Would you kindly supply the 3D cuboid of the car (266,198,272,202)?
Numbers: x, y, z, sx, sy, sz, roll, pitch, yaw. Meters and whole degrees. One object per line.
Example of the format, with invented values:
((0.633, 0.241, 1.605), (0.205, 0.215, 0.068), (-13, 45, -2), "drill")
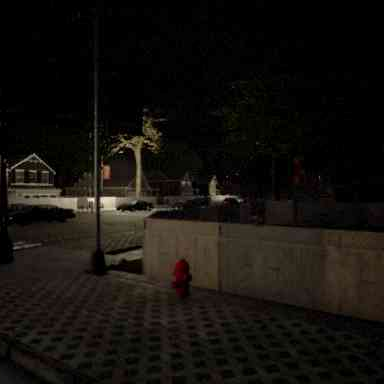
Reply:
((12.987, 1.753, 57.676), (1.895, 1.301, 4.718), (0, 0, 24), "car")

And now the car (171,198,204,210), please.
((-0.780, 1.686, 44.253), (2.033, 1.411, 5.357), (0, 0, 27), "car")

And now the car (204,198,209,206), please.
((1.343, 1.700, 55.771), (1.812, 1.442, 4.674), (0, 0, 26), "car")

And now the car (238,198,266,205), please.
((8.897, 1.677, 48.871), (2.033, 1.411, 5.357), (0, 0, 26), "car")

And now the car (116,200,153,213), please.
((-6.744, 1.685, 39.789), (2.033, 1.411, 5.357), (0, 0, 28), "car")

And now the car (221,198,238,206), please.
((5.843, 1.646, 49.977), (1.837, 1.490, 4.892), (0, 0, 24), "car")

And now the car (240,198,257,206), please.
((10.019, 1.728, 59.002), (1.994, 1.385, 4.181), (0, 0, 24), "car")

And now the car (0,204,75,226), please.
((-11.300, 1.636, 24.588), (2.033, 1.411, 5.357), (0, 0, 33), "car")
